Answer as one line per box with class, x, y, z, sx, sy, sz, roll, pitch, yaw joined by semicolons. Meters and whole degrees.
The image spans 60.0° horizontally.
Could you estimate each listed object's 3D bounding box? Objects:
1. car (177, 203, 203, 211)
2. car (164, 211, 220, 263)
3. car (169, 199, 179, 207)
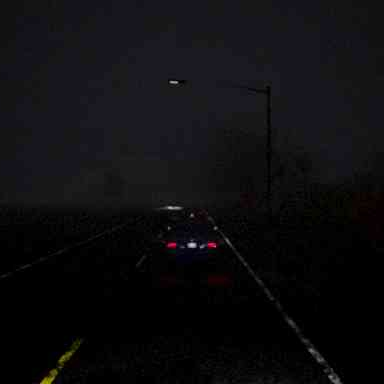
car;0.023;1.845;28.582;1.994;1.385;4.181;0;0;1
car;0.010;1.673;12.513;2.033;1.411;5.357;0;-1;0
car;-3.512;2.125;65.756;2.128;1.511;4.902;0;0;0
